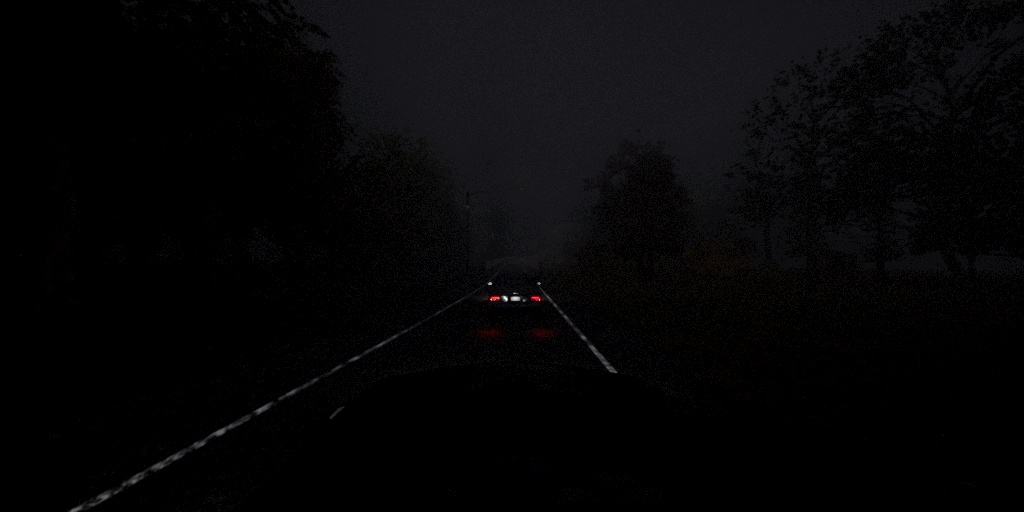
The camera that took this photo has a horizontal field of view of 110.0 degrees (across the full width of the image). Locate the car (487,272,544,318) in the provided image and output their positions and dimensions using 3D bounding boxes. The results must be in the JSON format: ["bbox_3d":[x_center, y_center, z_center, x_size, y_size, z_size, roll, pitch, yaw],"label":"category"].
[{"bbox_3d":[0.101,1.300,13.018,2.033,1.411,5.357,0,0,0],"label":"car"}]
